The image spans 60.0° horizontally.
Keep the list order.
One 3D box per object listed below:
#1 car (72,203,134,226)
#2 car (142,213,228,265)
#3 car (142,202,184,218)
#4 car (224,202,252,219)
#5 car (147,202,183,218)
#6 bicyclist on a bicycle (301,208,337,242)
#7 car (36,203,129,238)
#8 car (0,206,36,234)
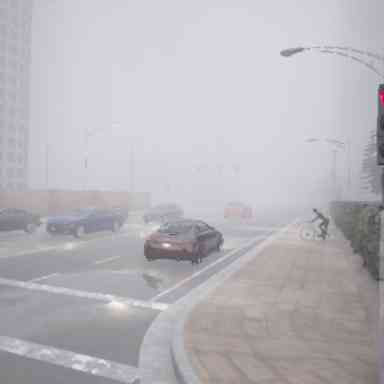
[{"bbox_3d":[-6.710,1.634,25.701,2.128,1.511,4.902,1,-1,21],"label":"car"},{"bbox_3d":[-0.179,1.718,12.578,1.994,1.385,4.181,1,-1,19],"label":"car"},{"bbox_3d":[-2.275,1.752,27.283,1.837,1.490,4.892,1,-1,22],"label":"car"},{"bbox_3d":[4.920,1.818,35.249,2.097,1.767,4.553,1,-1,22],"label":"car"},{"bbox_3d":[-2.758,1.816,35.326,1.837,1.490,4.892,1,-1,23],"label":"car"},{"bbox_3d":[6.144,1.616,16.173,1.656,1.620,0.582,1,-1,22],"label":"bicyclist on a bicycle"},{"bbox_3d":[-5.823,1.573,18.539,1.882,1.535,5.008,1,-1,22],"label":"car"},{"bbox_3d":[-10.123,1.488,17.244,2.128,1.511,4.902,1,-1,22],"label":"car"}]
